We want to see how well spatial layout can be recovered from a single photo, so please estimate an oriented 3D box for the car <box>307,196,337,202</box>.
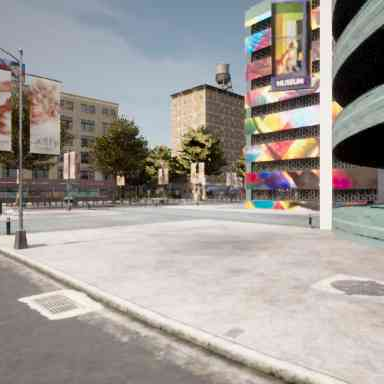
[{"bbox_3d":[14.979,1.320,39.725,4.674,1.452,2.002,0,0,-44],"label":"car"}]
